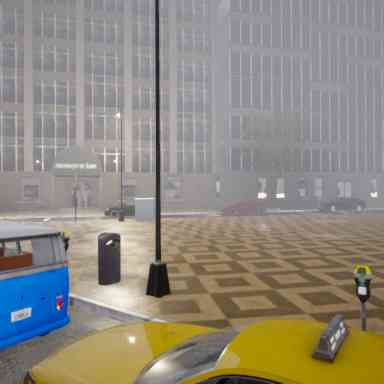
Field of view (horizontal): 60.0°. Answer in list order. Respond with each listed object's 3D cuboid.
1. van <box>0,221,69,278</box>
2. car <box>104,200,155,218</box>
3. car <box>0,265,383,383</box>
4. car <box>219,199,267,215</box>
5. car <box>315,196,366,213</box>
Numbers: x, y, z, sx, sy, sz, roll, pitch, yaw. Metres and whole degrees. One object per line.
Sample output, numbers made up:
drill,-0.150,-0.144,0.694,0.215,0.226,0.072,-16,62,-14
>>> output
van,-3.705,1.343,5.358,3.998,1.788,1.690,0,0,35
car,-5.144,1.395,27.485,4.181,1.385,1.994,0,0,-14
car,0.667,1.525,2.250,4.829,1.417,1.752,0,0,35
car,4.569,1.319,29.911,4.181,1.385,1.994,0,0,-14
car,14.428,1.191,32.354,4.892,1.490,1.837,0,0,-14
